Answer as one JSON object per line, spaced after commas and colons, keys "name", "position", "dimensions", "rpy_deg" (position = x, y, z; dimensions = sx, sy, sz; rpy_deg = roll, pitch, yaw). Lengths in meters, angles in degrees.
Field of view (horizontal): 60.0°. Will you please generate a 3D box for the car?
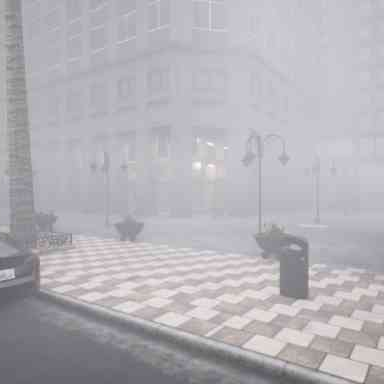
{"name": "car", "position": [-5.232, 1.513, 7.191], "dimensions": [4.786, 1.482, 2.161], "rpy_deg": [0, 0, 35]}
